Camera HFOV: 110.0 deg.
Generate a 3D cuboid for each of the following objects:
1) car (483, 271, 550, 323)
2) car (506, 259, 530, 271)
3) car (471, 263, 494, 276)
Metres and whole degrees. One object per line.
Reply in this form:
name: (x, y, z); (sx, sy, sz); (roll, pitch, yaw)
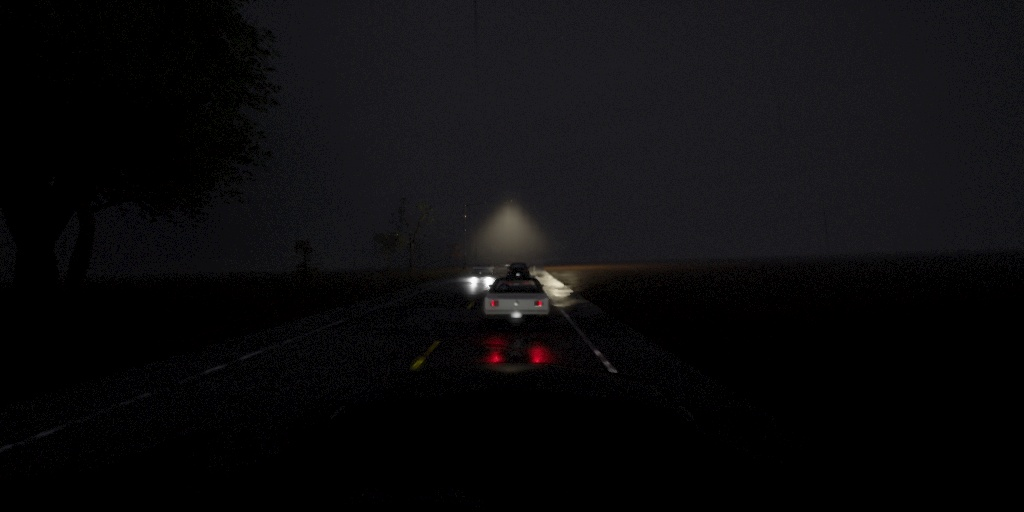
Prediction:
car: (0.159, 1.343, 12.118); (1.895, 1.301, 4.718); (0, 0, 1)
car: (0.549, 1.253, 29.821); (1.812, 1.442, 4.674); (0, 0, 2)
car: (-2.911, 1.322, 36.323); (1.895, 1.301, 4.718); (0, 0, 2)
